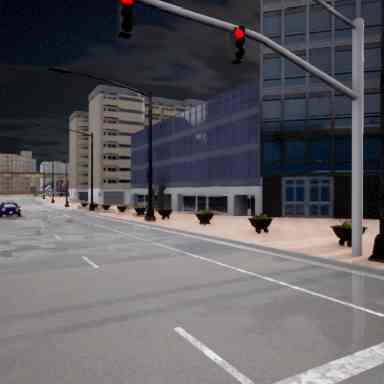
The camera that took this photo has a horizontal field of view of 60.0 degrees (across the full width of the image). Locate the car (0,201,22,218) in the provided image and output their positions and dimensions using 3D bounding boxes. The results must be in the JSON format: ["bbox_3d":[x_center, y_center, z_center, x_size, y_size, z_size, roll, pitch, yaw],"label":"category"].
[{"bbox_3d":[-19.379,1.905,35.569,1.812,1.442,4.674,0,-1,-29],"label":"car"}]

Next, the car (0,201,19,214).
[{"bbox_3d":[-24.484,1.995,44.429,2.128,1.511,4.902,0,-1,-30],"label":"car"}]
